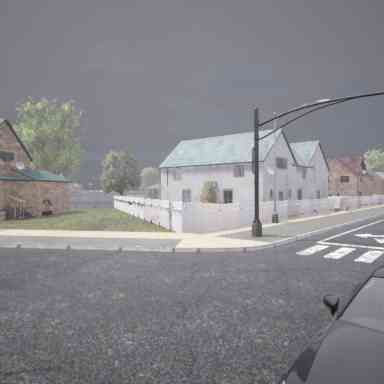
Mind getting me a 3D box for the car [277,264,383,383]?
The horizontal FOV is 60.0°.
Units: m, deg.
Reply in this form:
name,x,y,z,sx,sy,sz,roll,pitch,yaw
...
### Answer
name,x,y,z,sx,sy,sz,roll,pitch,yaw
car,2.548,1.524,3.442,1.812,1.442,4.674,0,0,42
